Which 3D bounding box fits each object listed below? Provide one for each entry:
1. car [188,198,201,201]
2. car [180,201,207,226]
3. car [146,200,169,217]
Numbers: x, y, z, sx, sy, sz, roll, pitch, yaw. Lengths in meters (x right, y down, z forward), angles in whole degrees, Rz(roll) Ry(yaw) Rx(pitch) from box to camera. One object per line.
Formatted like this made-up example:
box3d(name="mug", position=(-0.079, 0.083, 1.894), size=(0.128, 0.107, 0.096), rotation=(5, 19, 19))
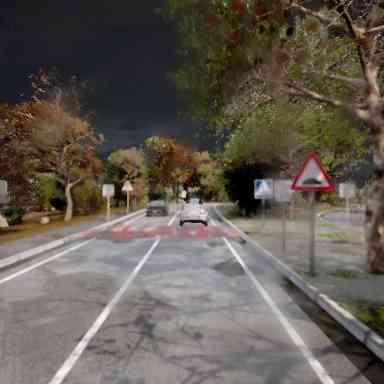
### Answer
box3d(name="car", position=(0.359, 1.477, 41.029), size=(1.882, 1.535, 5.008), rotation=(0, 0, 2))
box3d(name="car", position=(0.105, 1.565, 23.485), size=(1.812, 1.442, 4.674), rotation=(0, -2, 0))
box3d(name="car", position=(-3.273, 1.573, 32.180), size=(1.837, 1.490, 4.892), rotation=(0, 0, 1))
